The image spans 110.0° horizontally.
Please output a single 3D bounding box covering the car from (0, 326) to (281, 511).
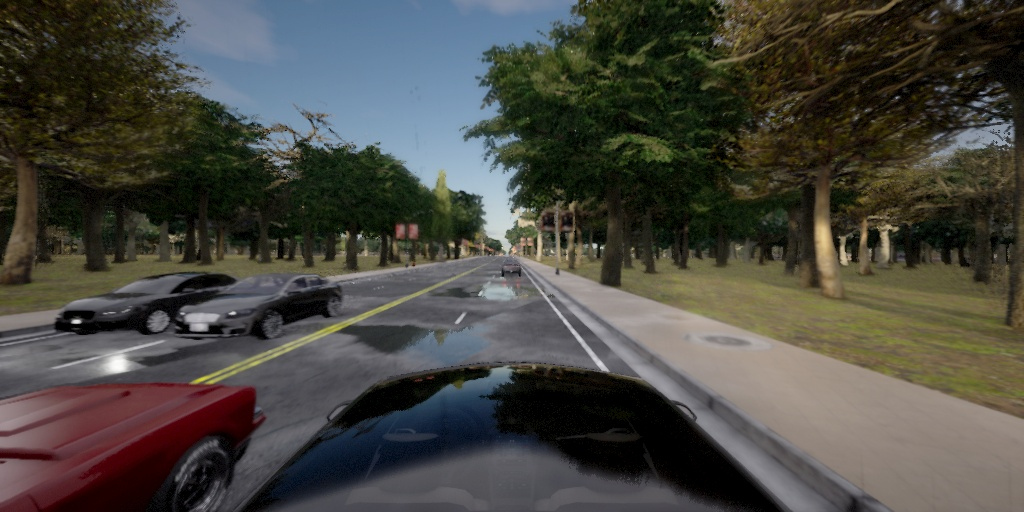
[{"bbox_3d":[-3.149,1.351,1.084,1.895,1.301,4.718,0,0,0],"label":"car"}]

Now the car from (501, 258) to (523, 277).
[{"bbox_3d":[-0.042,1.141,34.112,2.128,1.511,4.902,0,0,0],"label":"car"}]

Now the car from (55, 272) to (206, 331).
[{"bbox_3d":[-9.786,1.246,10.499,1.837,1.490,4.892,0,-1,0],"label":"car"}]

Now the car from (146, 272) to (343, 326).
[{"bbox_3d":[-6.541,1.232,9.971,2.128,1.511,4.902,0,0,1],"label":"car"}]
